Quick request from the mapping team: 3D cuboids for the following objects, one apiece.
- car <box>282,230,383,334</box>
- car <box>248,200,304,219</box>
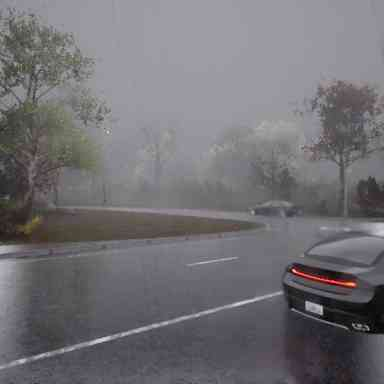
[{"bbox_3d":[3.812,1.503,6.438,4.892,1.490,1.837,0,0,-36],"label":"car"},{"bbox_3d":[7.141,1.473,28.849,1.882,1.535,5.008,-1,1,-41],"label":"car"}]
